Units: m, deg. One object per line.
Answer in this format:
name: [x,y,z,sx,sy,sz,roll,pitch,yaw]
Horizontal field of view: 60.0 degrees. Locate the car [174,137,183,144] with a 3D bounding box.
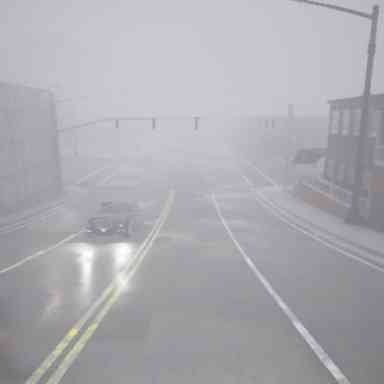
car: [-3.478,-13.522,87.365,2.097,1.767,4.553,0,12,0]

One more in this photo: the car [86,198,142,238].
car: [-3.578,1.134,15.888,1.837,1.490,4.892,0,4,0]
